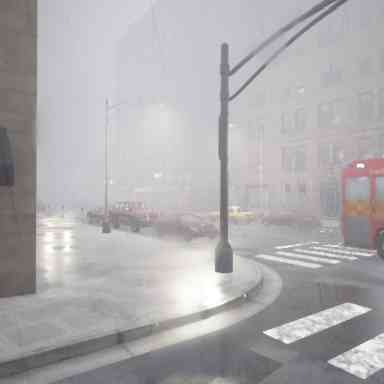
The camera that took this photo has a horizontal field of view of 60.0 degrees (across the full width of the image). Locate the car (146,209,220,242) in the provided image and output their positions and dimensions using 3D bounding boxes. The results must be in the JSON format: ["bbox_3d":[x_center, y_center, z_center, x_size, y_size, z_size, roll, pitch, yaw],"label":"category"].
[{"bbox_3d":[-0.428,1.718,17.204,1.802,1.307,4.206,0,0,-35],"label":"car"}]

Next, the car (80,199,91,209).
[{"bbox_3d":[-16.078,2.229,53.895,2.008,1.369,4.403,-1,0,-35],"label":"car"}]

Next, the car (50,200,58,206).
[{"bbox_3d":[-32.306,2.561,76.698,1.752,1.417,4.829,0,0,-35],"label":"car"}]

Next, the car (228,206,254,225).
[{"bbox_3d":[3.177,1.778,26.840,1.752,1.417,4.829,-1,0,-35],"label":"car"}]

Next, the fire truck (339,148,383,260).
[{"bbox_3d":[8.692,0.330,8.983,2.891,3.827,8.468,0,-1,-35],"label":"fire truck"}]

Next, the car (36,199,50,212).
[{"bbox_3d":[-23.017,1.946,48.940,2.192,1.841,5.009,-1,0,-35],"label":"car"}]

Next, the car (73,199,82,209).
[{"bbox_3d":[-19.307,2.066,58.429,2.192,1.841,5.009,-1,0,-35],"label":"car"}]

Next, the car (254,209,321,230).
[{"bbox_3d":[6.502,1.765,22.169,1.802,1.307,4.206,0,0,-35],"label":"car"}]

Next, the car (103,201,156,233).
[{"bbox_3d":[-3.658,1.519,21.739,2.192,1.841,5.009,0,0,-35],"label":"car"}]

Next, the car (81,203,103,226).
[{"bbox_3d":[-6.882,1.817,26.271,1.887,1.381,4.507,0,0,-35],"label":"car"}]
